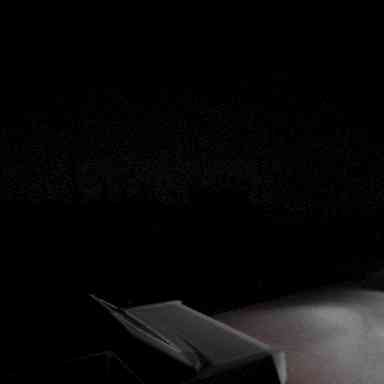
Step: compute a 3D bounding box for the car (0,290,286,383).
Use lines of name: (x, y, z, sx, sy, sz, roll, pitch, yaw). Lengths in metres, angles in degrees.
car: (-1.548, 1.605, 2.386, 4.718, 1.301, 1.895, 1, -1, -36)
